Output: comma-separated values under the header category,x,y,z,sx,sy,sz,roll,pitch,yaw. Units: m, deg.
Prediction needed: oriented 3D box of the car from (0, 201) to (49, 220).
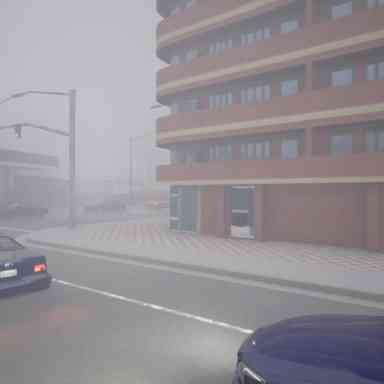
category,x,y,z,sx,sy,sz,roll,pitch,yaw
car,-14.438,1.523,27.985,1.812,1.442,4.674,0,0,34

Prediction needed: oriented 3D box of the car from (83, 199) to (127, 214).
category,x,y,z,sx,sy,sz,roll,pitch,yaw
car,-9.250,1.494,35.629,1.882,1.535,5.008,0,0,34

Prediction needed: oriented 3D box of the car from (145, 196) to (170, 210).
category,x,y,z,sx,sy,sz,roll,pitch,yaw
car,-4.063,1.389,43.244,2.097,1.767,4.553,0,0,34

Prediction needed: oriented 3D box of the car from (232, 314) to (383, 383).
category,x,y,z,sx,sy,sz,roll,pitch,yaw
car,2.513,1.536,2.201,4.674,1.442,1.812,0,0,35

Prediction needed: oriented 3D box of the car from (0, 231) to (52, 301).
category,x,y,z,sx,sy,sz,roll,pitch,yaw
car,-5.342,1.545,7.693,5.357,1.411,2.033,0,0,38
